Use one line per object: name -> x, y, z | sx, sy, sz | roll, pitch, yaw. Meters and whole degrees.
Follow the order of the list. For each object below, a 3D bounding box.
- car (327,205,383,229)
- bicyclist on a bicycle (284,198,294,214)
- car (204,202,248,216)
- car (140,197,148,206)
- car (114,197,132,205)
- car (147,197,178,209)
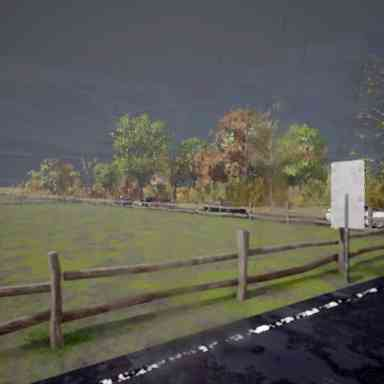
car -> 11.219, 1.537, 21.866 | 1.812, 1.442, 4.674 | 0, 0, -35
bicyclist on a bicycle -> 9.956, 1.483, 34.192 | 1.656, 1.620, 0.582 | 0, 0, -35
car -> 3.346, 1.632, 33.249 | 1.895, 1.301, 4.718 | 0, 0, -35
car -> -6.593, 1.517, 52.715 | 1.882, 1.535, 5.008 | 0, 0, -34
car -> -12.540, 1.582, 61.227 | 2.033, 1.411, 5.357 | 0, 0, -35
car -> -3.586, 1.564, 43.294 | 1.812, 1.442, 4.674 | 0, 0, -35
